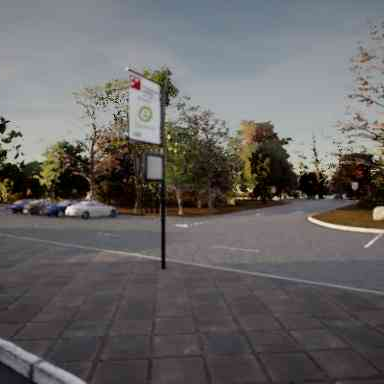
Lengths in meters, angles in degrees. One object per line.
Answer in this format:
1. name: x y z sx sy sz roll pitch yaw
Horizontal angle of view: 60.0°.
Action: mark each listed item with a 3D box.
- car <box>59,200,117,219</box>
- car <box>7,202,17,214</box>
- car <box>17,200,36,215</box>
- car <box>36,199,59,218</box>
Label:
1. car: -8.610 1.511 28.714 2.002 1.452 4.674 0 0 36
2. car: -16.495 1.515 34.361 2.002 1.452 4.674 0 0 36
3. car: -13.833 1.475 32.451 2.231 1.521 4.892 0 0 36
4. car: -11.165 1.472 30.554 2.097 1.535 5.008 0 0 36
